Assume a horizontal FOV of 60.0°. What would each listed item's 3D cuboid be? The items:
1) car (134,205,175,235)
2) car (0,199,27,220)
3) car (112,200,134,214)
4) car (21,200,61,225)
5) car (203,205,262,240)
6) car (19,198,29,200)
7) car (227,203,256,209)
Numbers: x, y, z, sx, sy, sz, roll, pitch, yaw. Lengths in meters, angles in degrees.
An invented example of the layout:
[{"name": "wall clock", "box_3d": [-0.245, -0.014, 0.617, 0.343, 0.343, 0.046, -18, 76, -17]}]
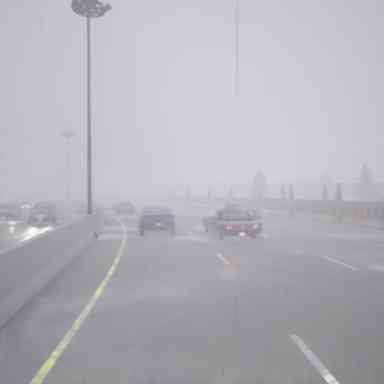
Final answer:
[{"name": "car", "box_3d": [-2.161, 1.492, 19.294, 1.882, 1.535, 5.008, 0, 0, -11]}, {"name": "car", "box_3d": [-15.899, 1.659, 28.929, 2.033, 1.411, 5.357, 0, 0, -20]}, {"name": "car", "box_3d": [-7.690, 1.615, 37.015, 1.994, 1.385, 4.181, 0, 0, -22]}, {"name": "car", "box_3d": [-10.995, 1.564, 24.930, 2.128, 1.511, 4.902, 0, 0, -17]}, {"name": "car", "box_3d": [1.862, 1.592, 17.052, 1.895, 1.301, 4.718, 0, 0, -10]}, {"name": "car", "box_3d": [-30.940, 1.783, 60.780, 1.994, 1.385, 4.181, -1, 0, -41]}, {"name": "car", "box_3d": [3.521, 1.526, 25.867, 2.033, 1.411, 5.357, 0, 0, -15]}]
